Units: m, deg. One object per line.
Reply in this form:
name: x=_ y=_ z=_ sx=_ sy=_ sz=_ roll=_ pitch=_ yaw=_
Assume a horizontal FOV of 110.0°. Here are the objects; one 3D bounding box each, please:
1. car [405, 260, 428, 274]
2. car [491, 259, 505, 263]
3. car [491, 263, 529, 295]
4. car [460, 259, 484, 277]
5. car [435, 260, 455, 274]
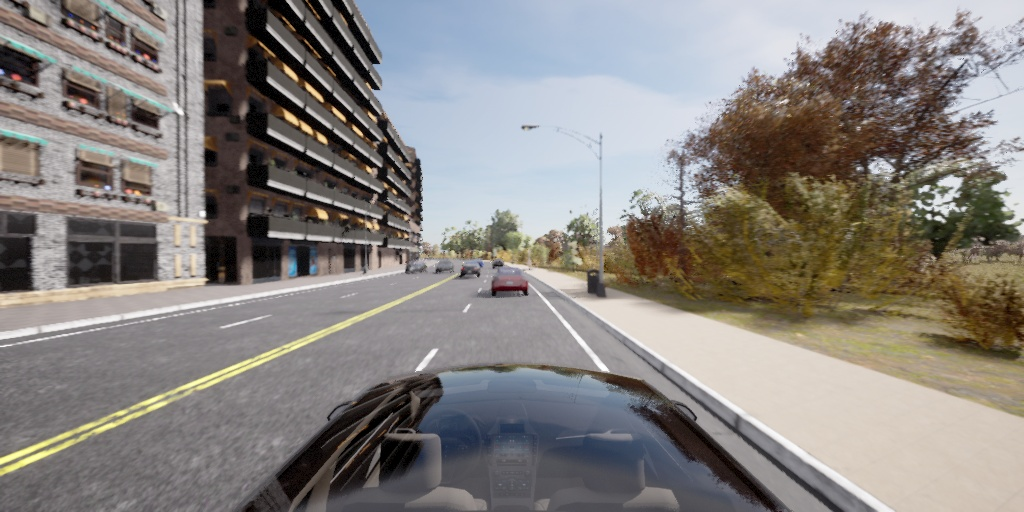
car: x=-10.984 y=1.251 z=41.321 sx=2.128 sy=1.511 sz=4.902 roll=0 pitch=0 yaw=-3
car: x=-2.217 y=1.225 z=56.968 sx=1.837 sy=1.490 sz=4.892 roll=0 pitch=0 yaw=-5
car: x=-0.154 y=1.309 z=20.000 sx=1.994 sy=1.385 sz=4.181 roll=0 pitch=0 yaw=-1
car: x=-3.942 y=1.272 z=34.650 sx=1.812 sy=1.442 sz=4.674 roll=0 pitch=0 yaw=-3
car: x=-7.751 y=1.254 z=41.709 sx=1.837 sy=1.490 sz=4.892 roll=0 pitch=1 yaw=-3
